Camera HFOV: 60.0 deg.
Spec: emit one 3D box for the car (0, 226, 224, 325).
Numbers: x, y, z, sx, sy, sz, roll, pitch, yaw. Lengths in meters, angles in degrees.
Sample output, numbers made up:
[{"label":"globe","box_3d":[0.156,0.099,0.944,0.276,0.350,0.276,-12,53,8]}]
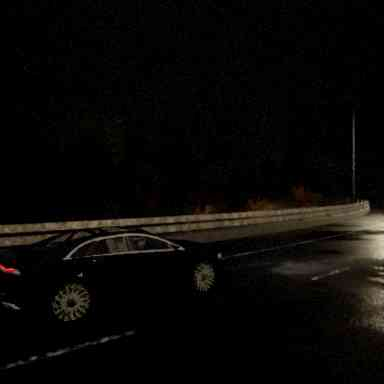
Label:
[{"label":"car","box_3d":[-1.460,1.504,7.182,4.902,1.511,2.128,0,0,-37]}]
